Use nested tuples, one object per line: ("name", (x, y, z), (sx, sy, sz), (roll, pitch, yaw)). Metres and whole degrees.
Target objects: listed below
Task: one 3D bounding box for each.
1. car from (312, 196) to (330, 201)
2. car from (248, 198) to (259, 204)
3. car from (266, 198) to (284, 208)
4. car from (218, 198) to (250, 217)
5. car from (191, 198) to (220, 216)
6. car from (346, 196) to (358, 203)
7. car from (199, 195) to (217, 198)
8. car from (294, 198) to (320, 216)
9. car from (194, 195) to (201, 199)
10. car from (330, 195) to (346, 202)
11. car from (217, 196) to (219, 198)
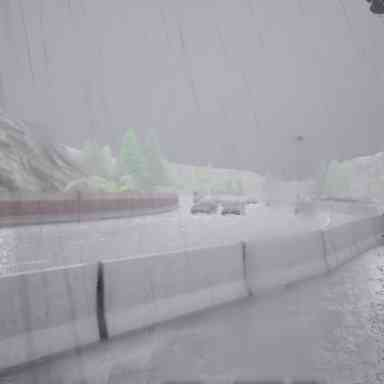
("car", (26.294, 1.637, 70.082), (2.128, 1.511, 4.902), (0, 0, -4))
("car", (12.354, 1.865, 68.694), (1.994, 1.385, 4.181), (0, 0, -4))
("car", (13.255, 1.734, 53.247), (2.128, 1.511, 4.902), (0, 0, -3))
("car", (4.340, 1.678, 34.048), (1.837, 1.490, 4.892), (1, 0, 18))
("car", (1.475, 1.733, 36.006), (2.033, 1.411, 5.357), (0, 0, 18))
("car", (33.279, 1.627, 70.530), (2.128, 1.511, 4.902), (0, 0, -4))
("car", (2.593, 1.749, 55.742), (1.882, 1.535, 5.008), (0, -1, -3))
("car", (11.725, 1.669, 34.483), (1.837, 1.490, 4.892), (1, 0, 15))
("car", (1.659, 1.566, 71.399), (2.150, 2.045, 5.566), (0, 0, -4))
("car", (29.788, 1.462, 70.277), (2.097, 1.767, 4.553), (0, 0, -4))
("car", (5.182, 1.684, 71.157), (2.097, 1.767, 4.553), (0, 0, -4))
